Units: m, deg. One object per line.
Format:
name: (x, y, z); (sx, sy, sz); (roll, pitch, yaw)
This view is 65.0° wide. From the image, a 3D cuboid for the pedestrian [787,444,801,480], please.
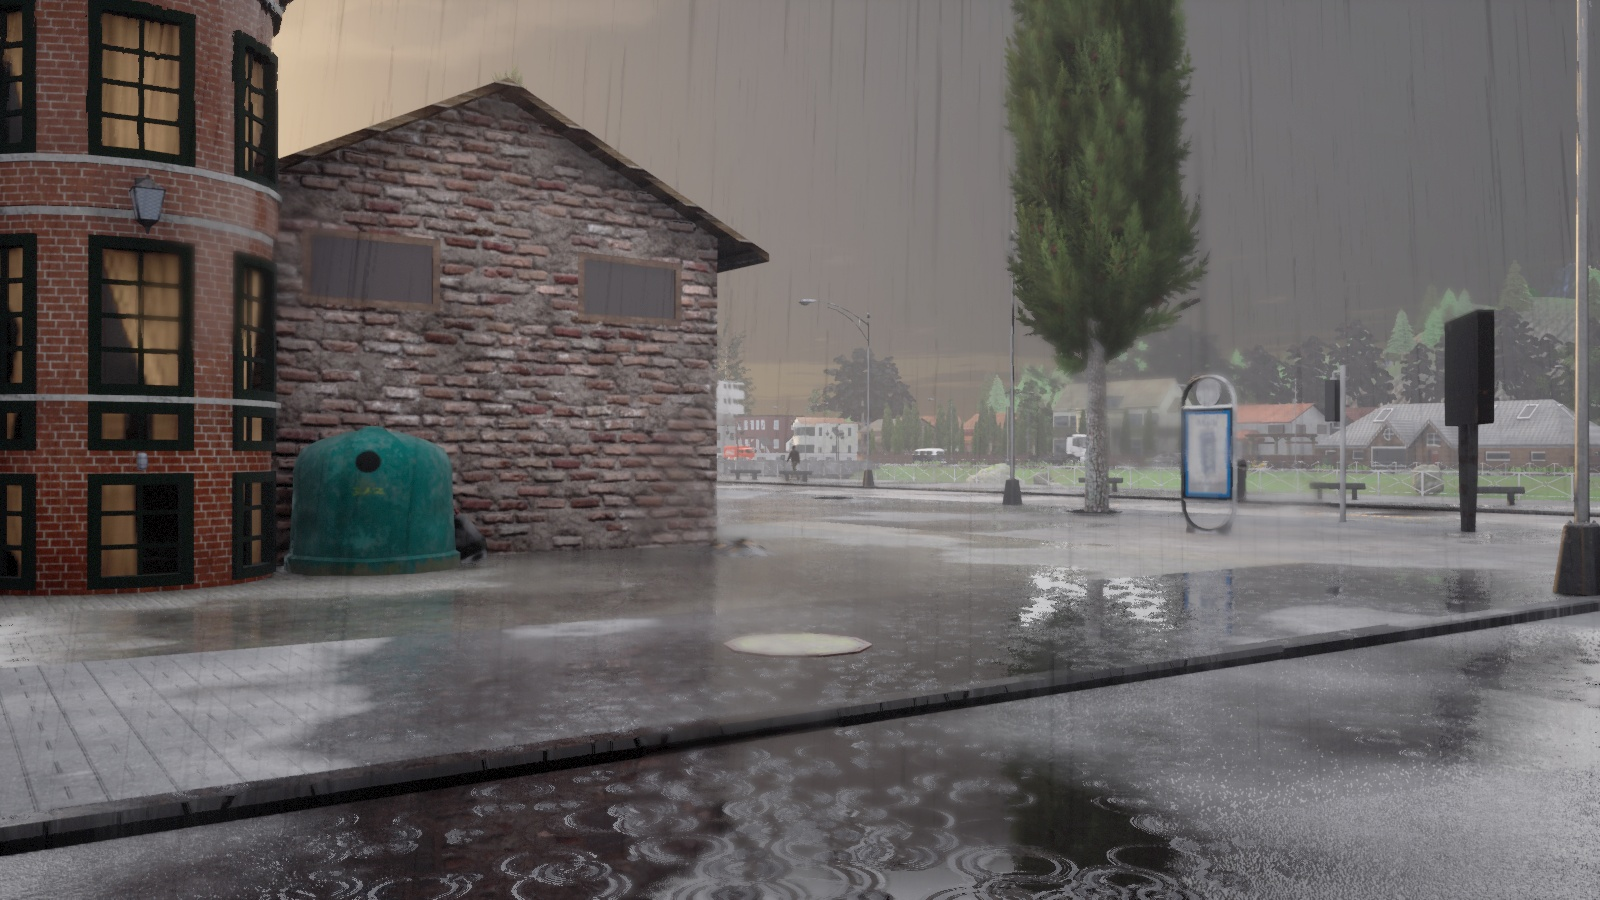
pedestrian: (-0.302, 0.615, 65.226); (0.431, 1.840, 0.703); (0, 0, -30)
